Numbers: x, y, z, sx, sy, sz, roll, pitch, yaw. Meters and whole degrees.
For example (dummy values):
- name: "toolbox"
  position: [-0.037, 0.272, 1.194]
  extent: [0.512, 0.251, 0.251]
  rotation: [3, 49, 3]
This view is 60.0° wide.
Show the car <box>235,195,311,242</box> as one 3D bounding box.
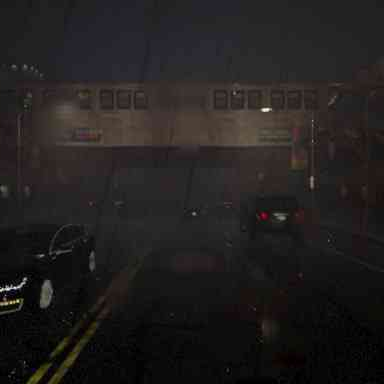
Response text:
- name: "car"
  position: [3.637, 1.141, 16.165]
  extent: [2.150, 2.045, 5.566]
  rotation: [0, 0, 0]

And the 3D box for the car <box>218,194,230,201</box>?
- name: "car"
  position: [6.708, 1.134, 69.724]
  extent: [2.097, 1.535, 5.008]
  rotation: [0, 0, 0]

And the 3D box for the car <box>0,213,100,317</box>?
- name: "car"
  position: [-3.584, 1.466, 7.595]
  extent: [1.837, 1.490, 4.892]
  rotation: [0, 0, 0]

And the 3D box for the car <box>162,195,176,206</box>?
- name: "car"
  position: [-3.347, 1.246, 49.003]
  extent: [2.128, 1.511, 4.902]
  rotation: [0, 0, 1]

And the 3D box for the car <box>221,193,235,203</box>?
- name: "car"
  position: [6.830, 1.040, 63.298]
  extent: [2.185, 1.767, 4.553]
  rotation: [0, 0, 0]

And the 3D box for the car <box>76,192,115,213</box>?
- name: "car"
  position: [-9.973, 1.059, 33.945]
  extent: [2.435, 2.045, 5.566]
  rotation: [0, 0, 0]

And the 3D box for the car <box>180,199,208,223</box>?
- name: "car"
  position: [0.154, 1.442, 24.394]
  extent: [1.994, 1.385, 4.181]
  rotation: [0, 0, 0]

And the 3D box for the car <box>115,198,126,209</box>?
- name: "car"
  position: [-9.997, 1.388, 41.342]
  extent: [1.895, 1.301, 4.718]
  rotation: [0, 0, 0]

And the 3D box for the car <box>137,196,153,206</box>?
- name: "car"
  position: [-6.851, 1.282, 48.916]
  extent: [1.812, 1.442, 4.674]
  rotation: [0, 0, 1]

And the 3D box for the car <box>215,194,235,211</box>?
- name: "car"
  position: [3.711, 1.321, 36.871]
  extent: [1.837, 1.490, 4.892]
  rotation: [0, 0, 1]
